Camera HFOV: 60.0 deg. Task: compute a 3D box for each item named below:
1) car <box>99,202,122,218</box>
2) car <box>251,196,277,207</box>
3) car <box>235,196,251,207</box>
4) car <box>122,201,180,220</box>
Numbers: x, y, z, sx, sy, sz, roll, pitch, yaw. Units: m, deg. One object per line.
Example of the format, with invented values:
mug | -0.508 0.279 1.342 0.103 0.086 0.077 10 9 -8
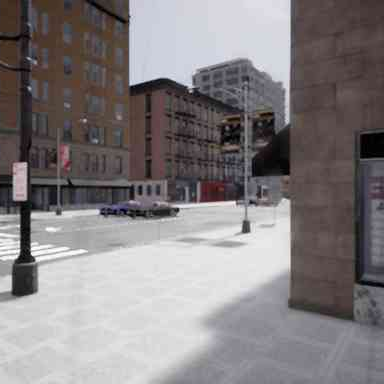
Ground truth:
car | -5.739 1.483 28.873 1.895 1.301 4.718 0 0 35
car | 10.303 1.309 45.957 1.812 1.442 4.674 0 0 36
car | 8.024 1.273 48.358 2.128 1.511 4.902 0 0 36
car | -3.085 1.483 26.997 1.895 1.301 4.718 0 0 35
